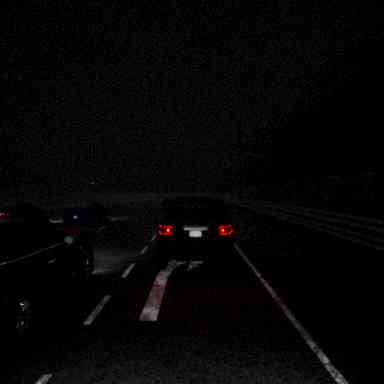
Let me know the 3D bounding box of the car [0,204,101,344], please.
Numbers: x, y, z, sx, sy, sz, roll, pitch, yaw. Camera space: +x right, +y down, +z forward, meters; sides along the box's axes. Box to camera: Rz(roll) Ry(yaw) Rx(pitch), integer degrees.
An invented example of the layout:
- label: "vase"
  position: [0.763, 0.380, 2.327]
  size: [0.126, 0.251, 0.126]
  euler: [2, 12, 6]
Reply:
- label: "car"
  position: [-3.506, 1.298, 6.497]
  size: [2.097, 1.767, 4.553]
  euler: [0, 1, 0]

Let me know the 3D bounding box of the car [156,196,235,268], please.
- label: "car"
  position: [0.089, 1.128, 11.090]
  size: [2.150, 2.045, 5.566]
  euler: [0, 0, 0]

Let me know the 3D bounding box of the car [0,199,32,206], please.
- label: "car"
  position: [-10.419, 1.354, 20.050]
  size: [1.837, 1.490, 4.892]
  euler: [0, 0, 0]

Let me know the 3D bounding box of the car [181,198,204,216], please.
- label: "car"
  position: [0.070, 1.371, 31.686]
  size: [2.033, 1.411, 5.357]
  euler: [0, 0, 0]

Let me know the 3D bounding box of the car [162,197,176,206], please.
- label: "car"
  position: [-3.549, 1.482, 52.239]
  size: [1.994, 1.385, 4.181]
  euler: [0, -1, 0]

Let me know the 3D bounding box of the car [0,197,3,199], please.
- label: "car"
  position: [-28.107, 1.382, 46.679]
  size: [1.837, 1.490, 4.892]
  euler: [0, 0, 0]

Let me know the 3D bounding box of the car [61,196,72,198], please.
- label: "car"
  position: [-21.075, 1.453, 55.580]
  size: [1.837, 1.490, 4.892]
  euler: [0, 1, 1]

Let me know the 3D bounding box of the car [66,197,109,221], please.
- label: "car"
  position: [-6.920, 1.318, 22.194]
  size: [1.882, 1.535, 5.008]
  euler: [0, 0, 0]

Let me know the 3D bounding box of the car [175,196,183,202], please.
- label: "car"
  position: [-3.584, 1.837, 90.505]
  size: [2.033, 1.411, 5.357]
  euler: [0, -1, 0]
